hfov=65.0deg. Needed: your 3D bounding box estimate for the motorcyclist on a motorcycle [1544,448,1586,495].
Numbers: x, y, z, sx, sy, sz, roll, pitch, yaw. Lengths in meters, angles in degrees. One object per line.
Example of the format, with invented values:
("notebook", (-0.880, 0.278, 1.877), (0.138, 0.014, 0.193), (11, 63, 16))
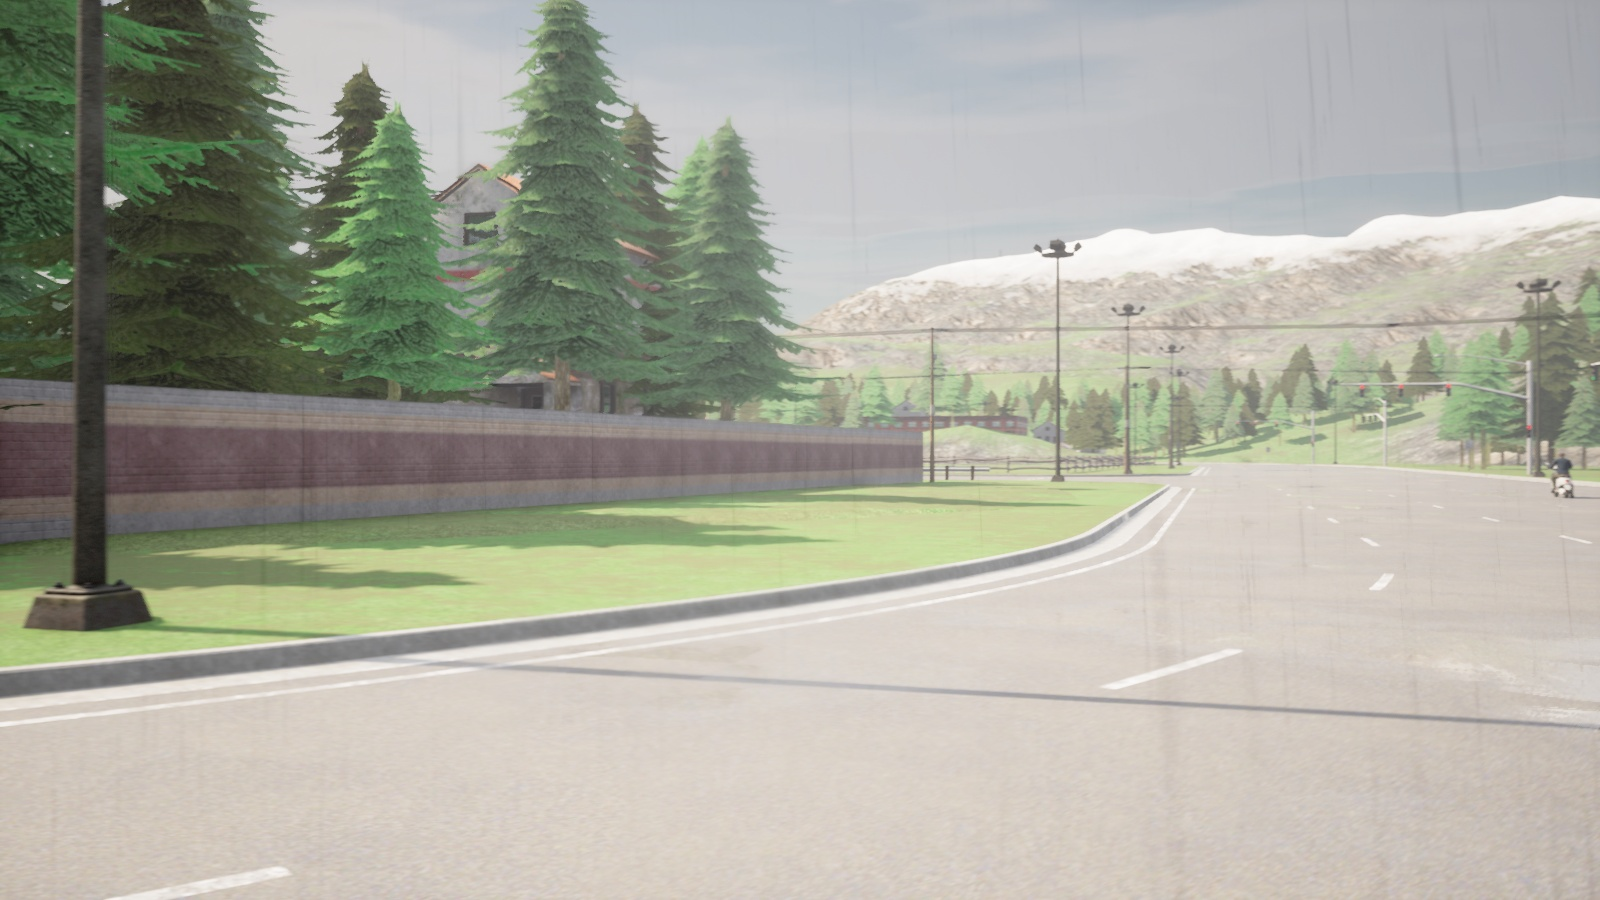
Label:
("motorcyclist on a motorcycle", (26.329, 0.731, 43.244), (0.866, 1.590, 1.817), (0, 0, 19))
